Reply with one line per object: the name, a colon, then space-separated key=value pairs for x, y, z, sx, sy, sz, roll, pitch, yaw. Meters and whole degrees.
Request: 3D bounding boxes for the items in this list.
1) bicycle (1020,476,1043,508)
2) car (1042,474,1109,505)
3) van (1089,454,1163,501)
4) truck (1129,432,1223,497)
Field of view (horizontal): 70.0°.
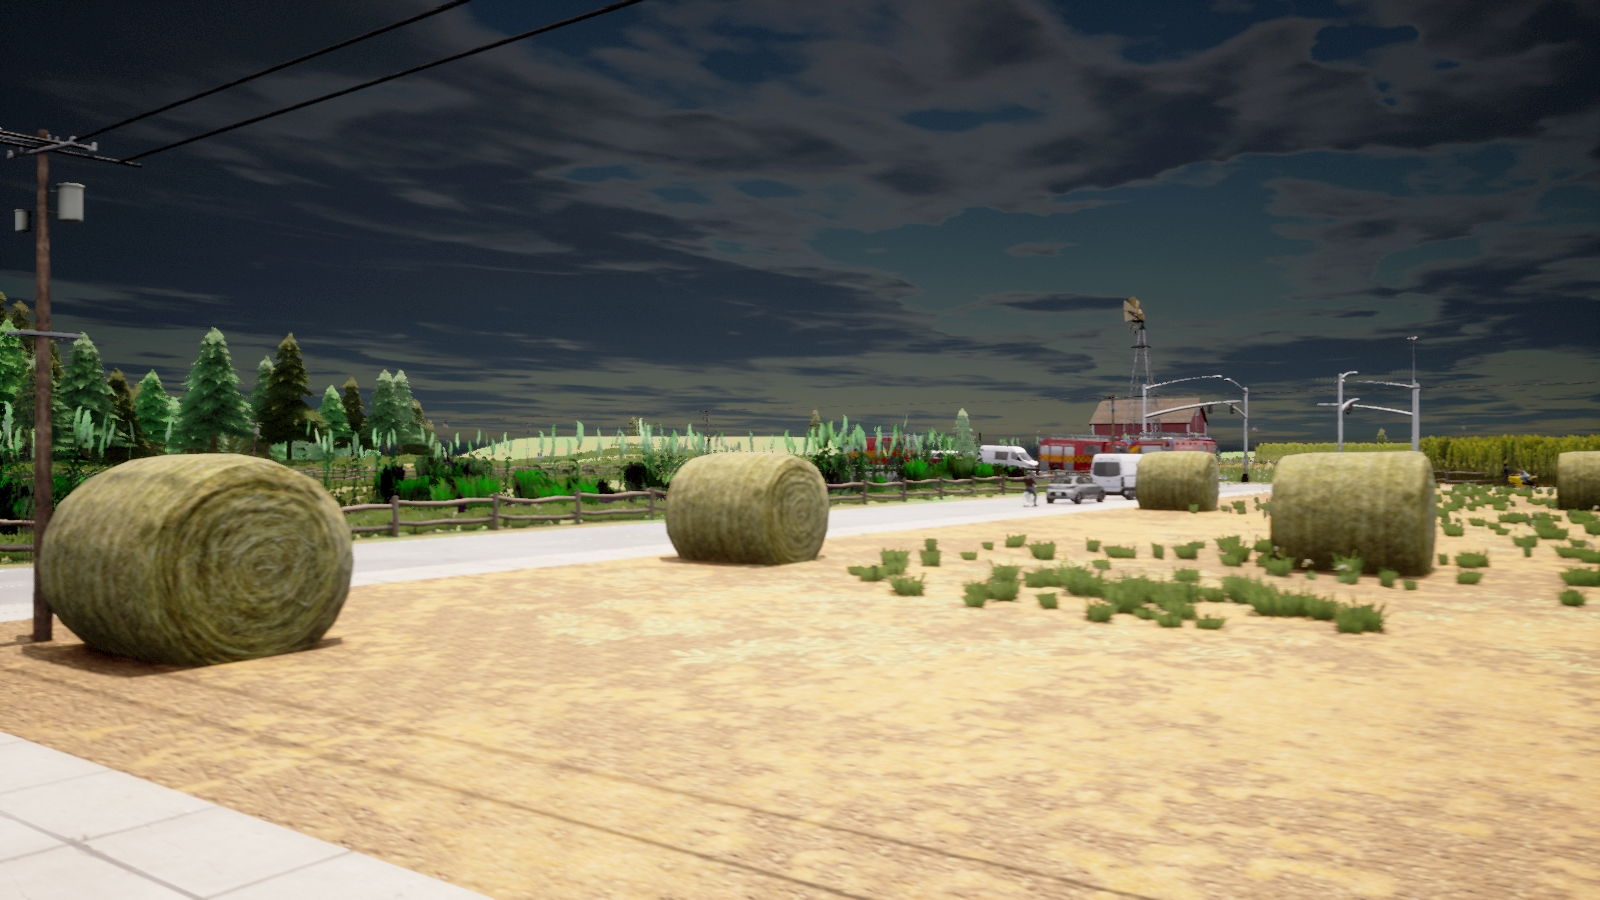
bicycle: x=11.272 y=2.026 z=55.551 sx=0.329 sy=1.471 sz=1.835 roll=0 pitch=0 yaw=38
car: x=14.366 y=2.031 z=59.520 sx=1.816 sy=1.474 sz=4.193 roll=0 pitch=0 yaw=38
van: x=18.555 y=1.500 z=64.925 sx=1.988 sy=2.561 sz=5.915 roll=0 pitch=0 yaw=38
truck: x=23.625 y=0.857 z=71.478 sx=2.891 sy=3.827 sz=8.468 roll=0 pitch=0 yaw=38
